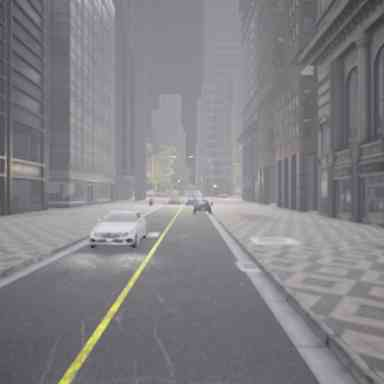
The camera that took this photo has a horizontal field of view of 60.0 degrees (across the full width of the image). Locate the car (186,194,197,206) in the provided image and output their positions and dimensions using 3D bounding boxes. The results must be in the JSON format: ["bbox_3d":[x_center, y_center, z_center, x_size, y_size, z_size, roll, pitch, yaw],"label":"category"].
[{"bbox_3d":[0.012,1.511,53.207,1.812,1.442,4.674,0,0,0],"label":"car"}]

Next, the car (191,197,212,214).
[{"bbox_3d":[1.057,1.516,34.781,1.812,1.442,4.674,0,0,0],"label":"car"}]

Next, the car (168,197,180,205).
[{"bbox_3d":[-3.025,1.549,57.415,1.994,1.385,4.181,0,0,1],"label":"car"}]

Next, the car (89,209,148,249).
[{"bbox_3d":[-3.083,1.521,14.742,1.812,1.442,4.674,0,0,0],"label":"car"}]

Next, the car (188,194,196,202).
[{"bbox_3d":[0.015,1.298,72.439,1.837,1.490,4.892,0,0,0],"label":"car"}]
